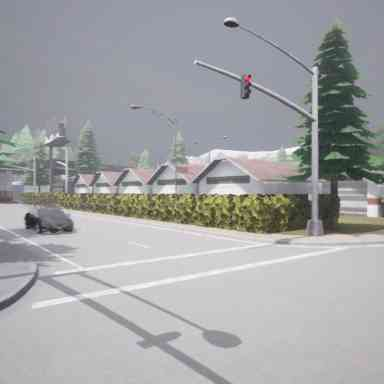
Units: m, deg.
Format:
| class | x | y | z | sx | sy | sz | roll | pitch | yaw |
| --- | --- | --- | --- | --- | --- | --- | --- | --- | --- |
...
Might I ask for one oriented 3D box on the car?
| class | x | y | z | sx | sy | sz | roll | pitch | yaw |
| --- | --- | --- | --- | --- | --- | --- | --- | --- | --- |
| car | -8.328 | 1.576 | 19.194 | 1.837 | 1.490 | 4.892 | 0 | 2 | -38 |
